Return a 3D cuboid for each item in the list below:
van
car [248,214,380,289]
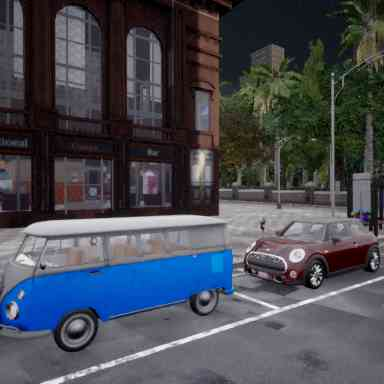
[{"bbox_3d":[-1.103,1.341,5.874,3.998,1.788,1.690,0,0,-36],"label":"van"},{"bbox_3d":[3.298,1.438,9.048,4.097,1.590,1.967,0,0,-36],"label":"car"}]
